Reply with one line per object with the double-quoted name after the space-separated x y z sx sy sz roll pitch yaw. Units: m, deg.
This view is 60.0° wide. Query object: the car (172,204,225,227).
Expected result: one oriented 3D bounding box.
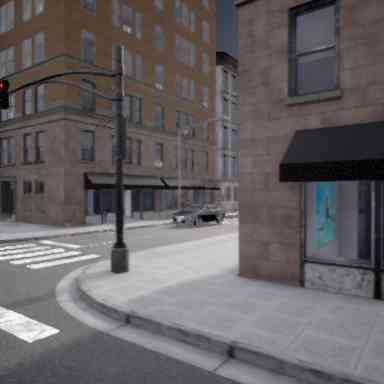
0.575 1.610 23.920 2.128 1.511 4.902 0 0 35 "car"
